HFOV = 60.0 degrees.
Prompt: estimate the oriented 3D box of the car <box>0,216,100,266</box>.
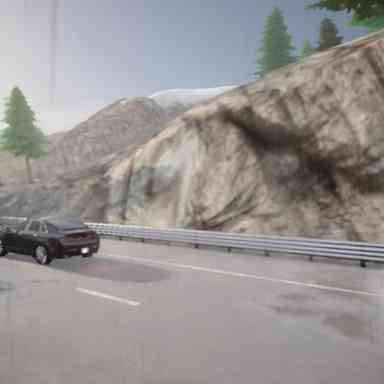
[{"bbox_3d":[-5.464,1.660,12.286,4.892,1.490,1.837,0,0,36],"label":"car"}]
